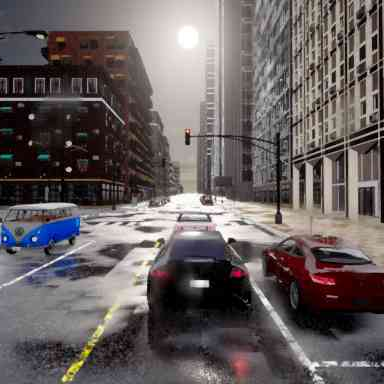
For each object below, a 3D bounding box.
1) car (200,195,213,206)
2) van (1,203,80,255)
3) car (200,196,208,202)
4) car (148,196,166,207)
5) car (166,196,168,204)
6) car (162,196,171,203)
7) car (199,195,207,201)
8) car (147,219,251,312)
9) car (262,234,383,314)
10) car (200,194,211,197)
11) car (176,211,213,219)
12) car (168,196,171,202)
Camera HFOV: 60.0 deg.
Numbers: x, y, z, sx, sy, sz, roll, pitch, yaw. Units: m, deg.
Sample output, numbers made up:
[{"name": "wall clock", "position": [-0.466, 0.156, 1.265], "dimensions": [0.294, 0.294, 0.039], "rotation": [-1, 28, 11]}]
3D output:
[{"name": "car", "position": [2.754, 1.596, 56.589], "dimensions": [1.802, 1.307, 4.206], "rotation": [1, 0, 0]}, {"name": "van", "position": [-5.750, 1.345, 13.024], "dimensions": [1.690, 1.788, 3.998], "rotation": [1, 0, 0]}, {"name": "car", "position": [2.775, 1.599, 79.208], "dimensions": [1.802, 1.307, 4.206], "rotation": [1, 0, 0]}, {"name": "car", "position": [-5.631, 1.563, 50.940], "dimensions": [2.008, 1.369, 4.403], "rotation": [1, 0, 0]}, {"name": "car", "position": [-5.625, 1.564, 56.594], "dimensions": [2.008, 1.369, 4.403], "rotation": [1, 0, 0]}, {"name": "car", "position": [-5.610, 1.598, 73.558], "dimensions": [1.802, 1.307, 4.206], "rotation": [1, 0, 0]}, {"name": "car", "position": [2.781, 1.569, 84.862], "dimensions": [2.008, 1.369, 4.403], "rotation": [1, 0, 0]}, {"name": "car", "position": [0.112, 1.566, 7.797], "dimensions": [1.994, 1.385, 4.181], "rotation": [0, 0, -1]}, {"name": "car", "position": [2.708, 1.584, 7.332], "dimensions": [1.802, 1.307, 4.206], "rotation": [1, 0, 0]}, {"name": "car", "position": [2.764, 1.330, 62.244], "dimensions": [2.192, 1.841, 5.009], "rotation": [1, 0, 0]}, {"name": "car", "position": [0.111, 1.606, 16.614], "dimensions": [1.895, 1.301, 4.718], "rotation": [0, 0, 0]}, {"name": "car", "position": [-5.620, 1.580, 62.249], "dimensions": [1.947, 1.339, 4.313], "rotation": [1, 0, 0]}]
